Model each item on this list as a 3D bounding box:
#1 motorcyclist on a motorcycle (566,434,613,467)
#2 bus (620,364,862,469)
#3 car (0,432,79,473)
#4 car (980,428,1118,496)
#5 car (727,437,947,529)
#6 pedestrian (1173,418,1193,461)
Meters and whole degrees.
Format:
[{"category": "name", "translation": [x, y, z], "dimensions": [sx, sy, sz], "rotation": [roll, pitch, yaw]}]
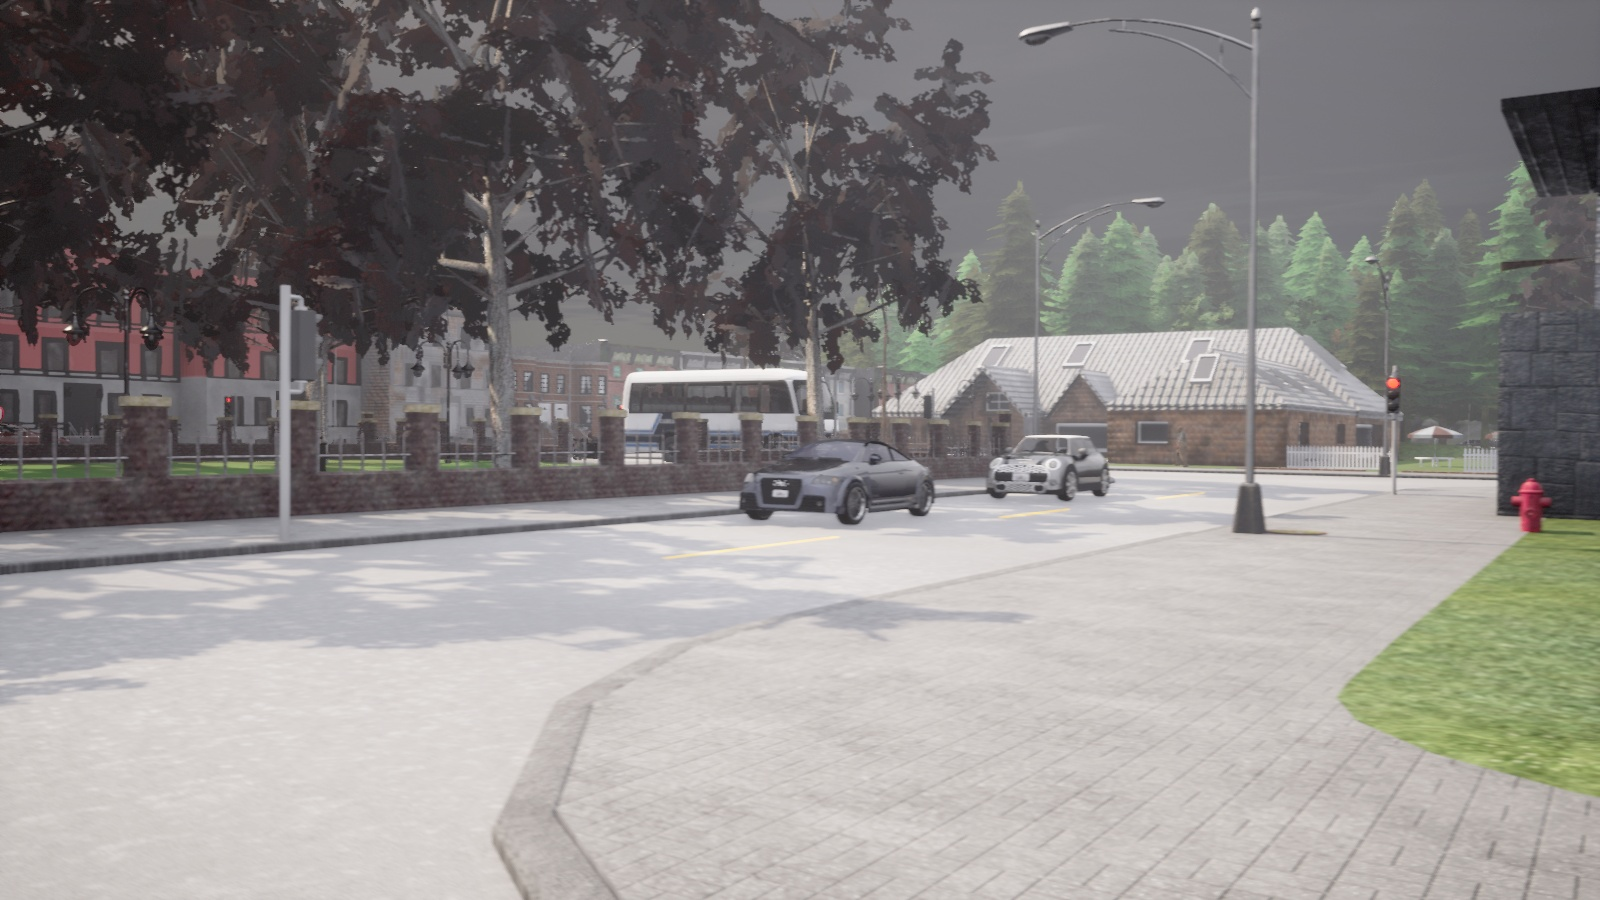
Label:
[{"category": "motorcyclist on a motorcycle", "translation": [-10.169, 0.023, 60.619], "dimensions": [2.191, 1.530, 0.866], "rotation": [0, 1, 32]}, {"category": "bus", "translation": [-2.727, -1.387, 55.596], "dimensions": [10.273, 4.253, 3.944], "rotation": [0, 1, 33]}, {"category": "car", "translation": [-33.203, 0.092, 52.299], "dimensions": [2.152, 1.651, 5.027], "rotation": [0, 1, 35]}, {"category": "car", "translation": [5.886, 0.237, 29.409], "dimensions": [1.970, 1.475, 3.806], "rotation": [0, 1, 31]}, {"category": "car", "translation": [0.757, 0.489, 21.729], "dimensions": [1.994, 1.385, 4.181], "rotation": [0, 1, 31]}, {"category": "pedestrian", "translation": [16.429, -0.453, 53.917], "dimensions": [0.694, 1.848, 0.540], "rotation": [0, 1, 34]}]
